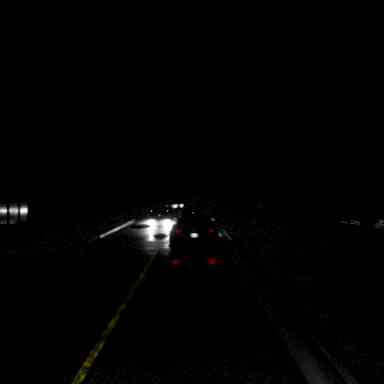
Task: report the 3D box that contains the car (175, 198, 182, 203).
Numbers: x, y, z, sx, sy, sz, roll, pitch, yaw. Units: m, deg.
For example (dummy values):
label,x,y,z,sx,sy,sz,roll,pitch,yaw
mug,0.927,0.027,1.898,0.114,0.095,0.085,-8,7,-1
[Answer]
label,x,y,z,sx,sy,sz,roll,pitch,yaw
car,-2.773,2.017,72.639,1.895,1.301,4.718,0,0,0

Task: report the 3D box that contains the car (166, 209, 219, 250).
label,x,y,z,sx,sy,sz,roll,pitch,yaw
car,0.090,1.645,14.774,1.994,1.385,4.181,0,0,0

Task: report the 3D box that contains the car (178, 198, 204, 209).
label,x,y,z,sx,sy,sz,roll,pitch,yaw
car,0.087,1.669,32.005,2.128,1.511,4.902,0,0,0

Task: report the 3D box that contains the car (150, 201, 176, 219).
label,x,y,z,sx,sy,sz,roll,pitch,yaw
car,-2.859,1.775,31.475,1.895,1.301,4.718,0,0,0
